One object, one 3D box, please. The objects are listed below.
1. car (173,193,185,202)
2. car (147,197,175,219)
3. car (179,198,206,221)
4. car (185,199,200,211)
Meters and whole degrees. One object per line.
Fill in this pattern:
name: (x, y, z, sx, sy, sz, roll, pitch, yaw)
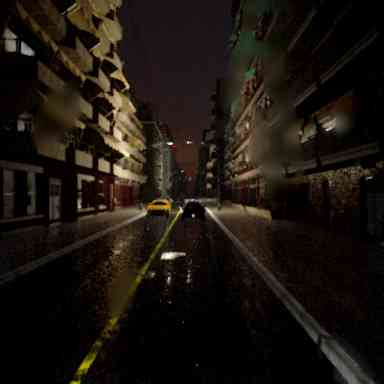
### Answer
car: (-2.759, 1.206, 70.279, 2.150, 2.045, 5.566, 0, 0, 0)
car: (-2.850, 1.473, 29.648, 1.882, 1.535, 5.008, 0, 0, 0)
car: (0.094, 1.500, 27.173, 1.837, 1.490, 4.892, 0, 0, 0)
car: (0.063, 1.608, 42.889, 1.895, 1.301, 4.718, 0, 0, 1)
